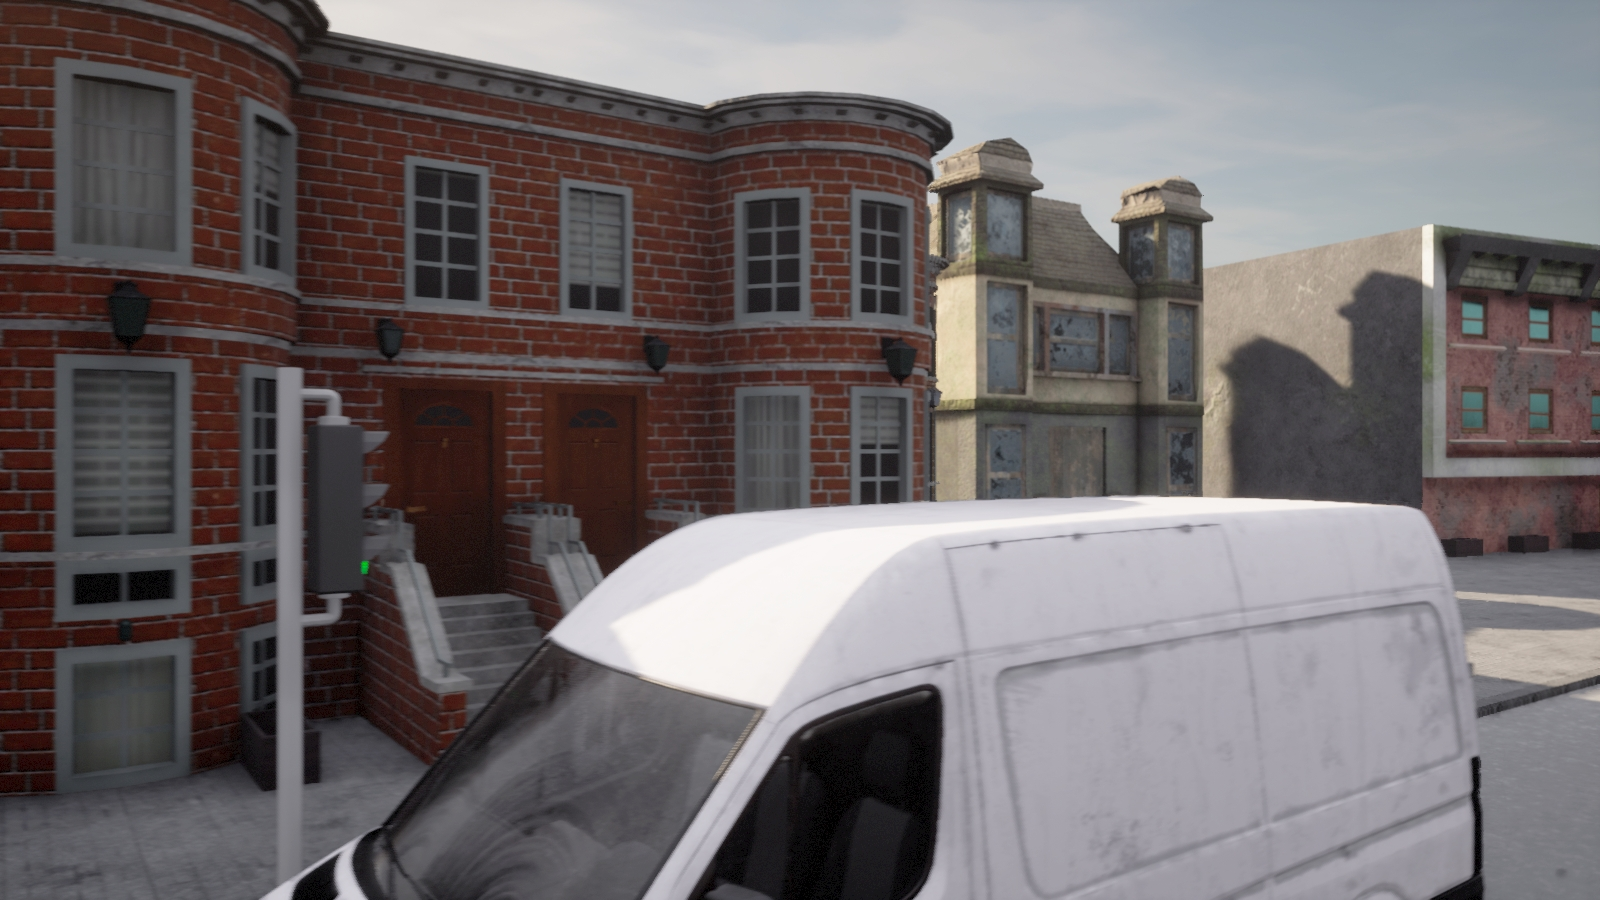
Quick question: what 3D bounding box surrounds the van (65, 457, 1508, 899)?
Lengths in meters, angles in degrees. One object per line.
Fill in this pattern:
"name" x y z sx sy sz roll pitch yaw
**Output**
"van" 0.501 1.315 4.756 5.915 2.561 1.988 0 0 -35
